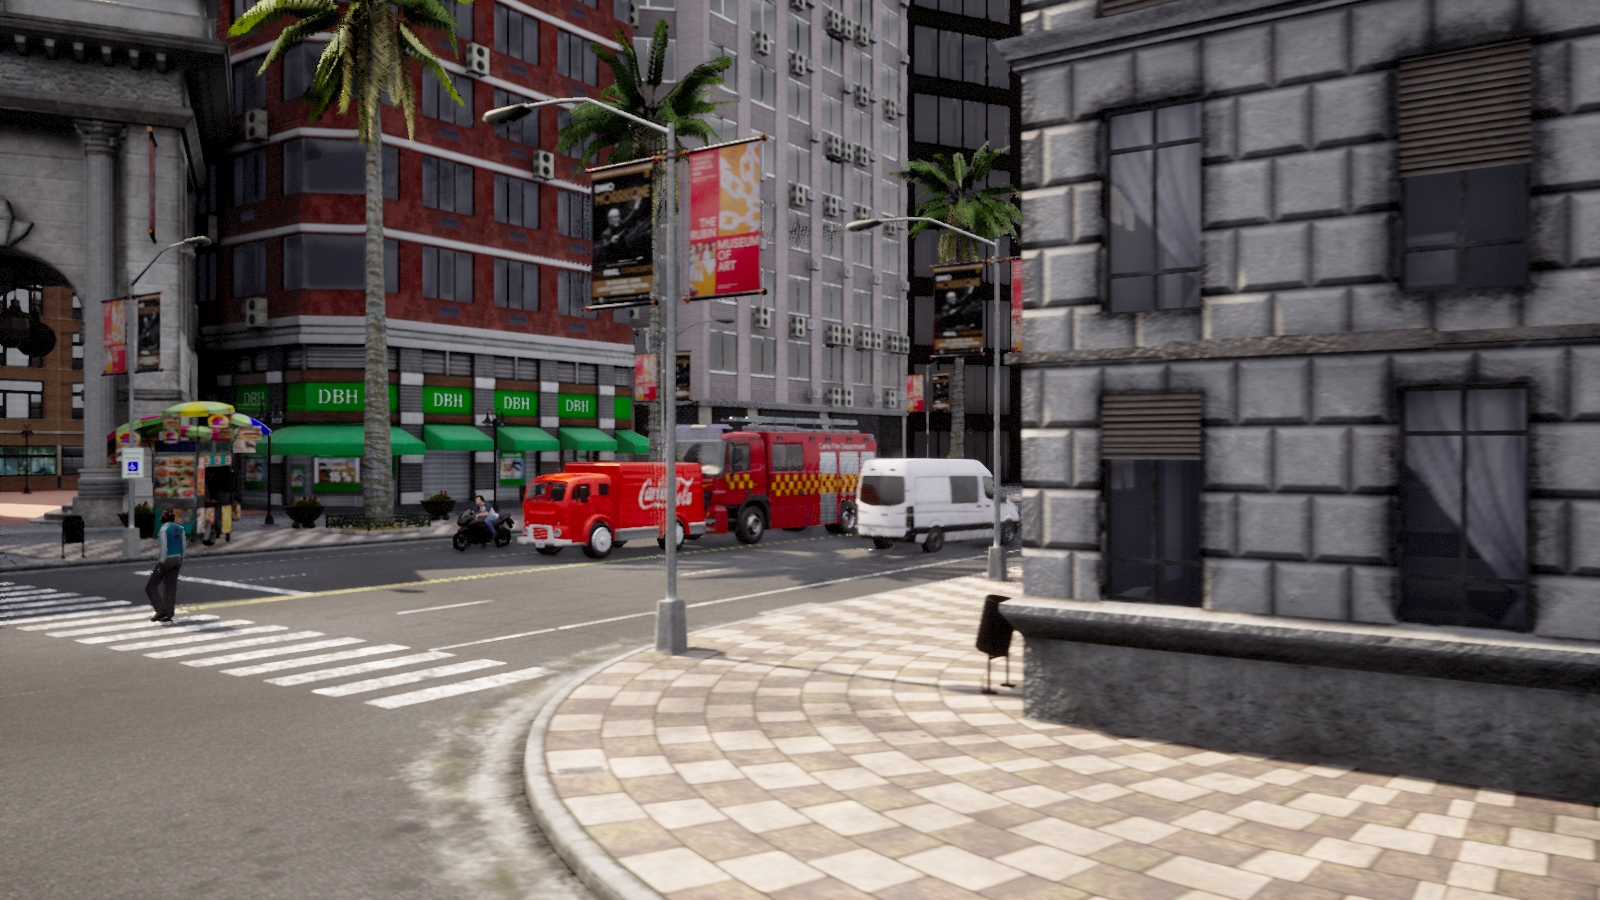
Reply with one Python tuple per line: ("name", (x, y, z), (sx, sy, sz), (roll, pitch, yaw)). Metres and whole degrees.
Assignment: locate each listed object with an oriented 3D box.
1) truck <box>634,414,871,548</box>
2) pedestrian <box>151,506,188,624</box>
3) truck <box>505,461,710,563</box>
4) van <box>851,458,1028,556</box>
("truck", (-1.269, 0.890, 36.845), (2.891, 3.827, 8.468), (0, 0, 37))
("pedestrian", (-10.196, 1.849, 18.482), (0.375, 1.860, 0.375), (0, 0, 19))
("truck", (-5.123, 1.568, 31.193), (2.627, 2.467, 5.204), (0, 0, 35))
("van", (4.148, 1.534, 33.045), (1.988, 2.561, 5.915), (0, 0, 43))
